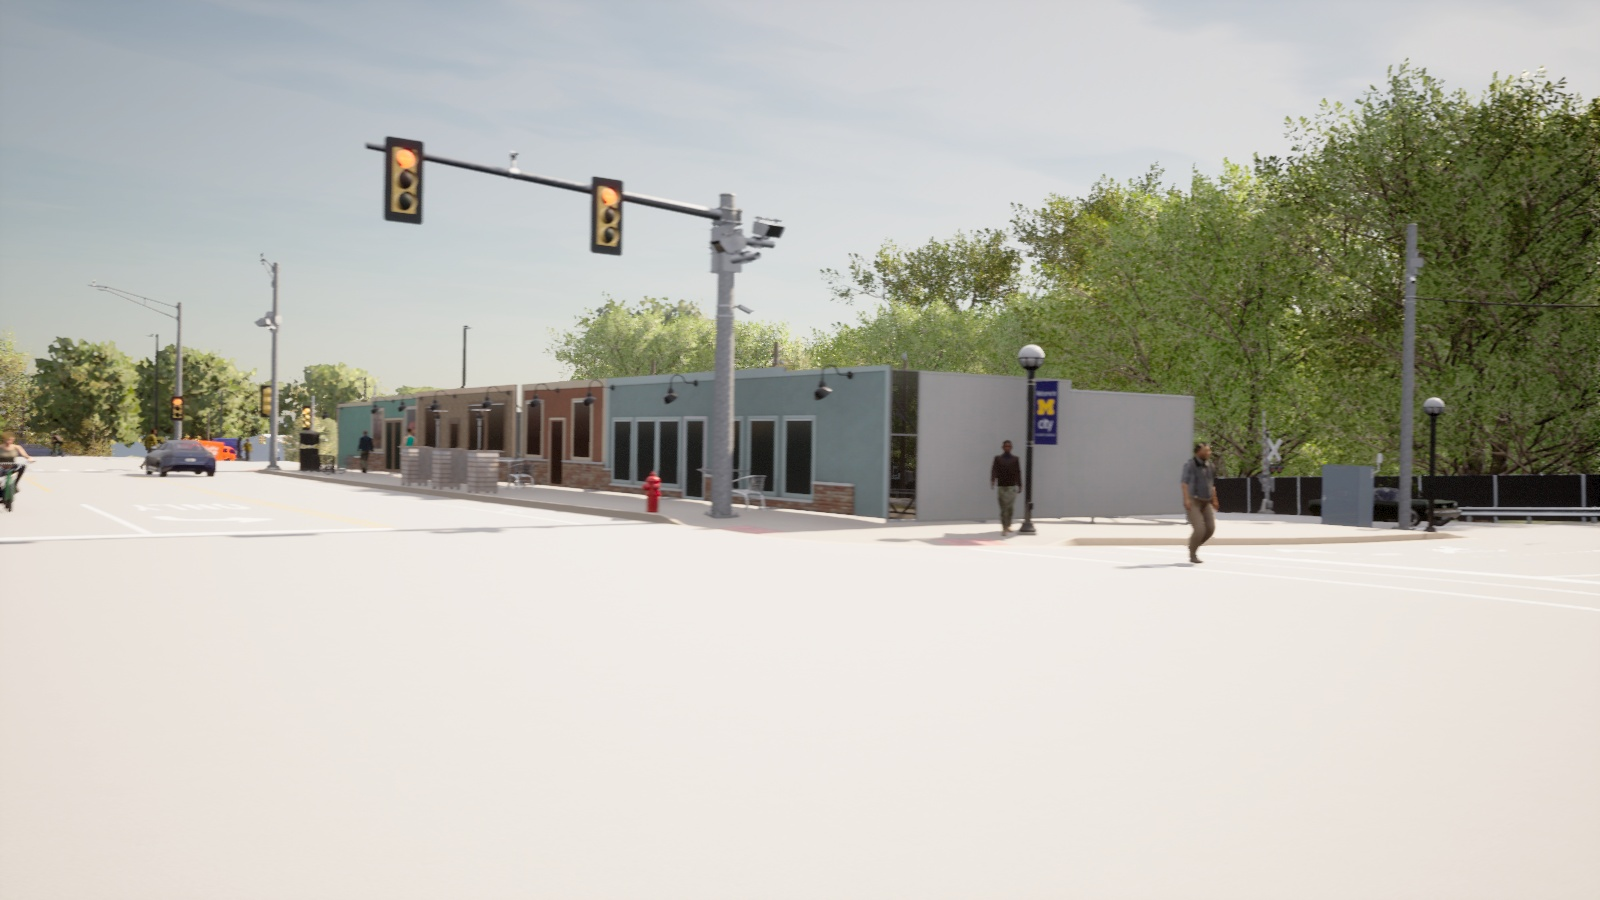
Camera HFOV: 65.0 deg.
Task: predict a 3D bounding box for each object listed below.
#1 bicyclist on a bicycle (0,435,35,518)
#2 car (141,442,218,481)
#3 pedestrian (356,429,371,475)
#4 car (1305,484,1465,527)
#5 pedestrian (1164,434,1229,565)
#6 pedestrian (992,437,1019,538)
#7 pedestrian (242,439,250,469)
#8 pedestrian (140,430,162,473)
[{"bbox_3d":[-15.855,0.501,25.067,0.866,1.612,1.509,0,0,-36],"label":"bicyclist on a bicycle"},{"bbox_3d":[-23.958,0.412,48.416,1.994,1.385,4.181,0,1,-36],"label":"car"},{"bbox_3d":[-17.656,0.095,50.811,0.402,1.842,0.726,1,1,-33],"label":"pedestrian"},{"bbox_3d":[19.992,1.865,43.131,1.895,1.301,4.718,0,-1,-31],"label":"car"},{"bbox_3d":[5.721,0.701,18.136,0.540,1.848,0.694,1,1,-21],"label":"pedestrian"},{"bbox_3d":[3.831,0.689,23.449,0.431,1.840,0.703,1,1,7],"label":"pedestrian"},{"bbox_3d":[-34.798,0.258,78.924,0.370,1.835,0.726,1,1,-19],"label":"pedestrian"},{"bbox_3d":[-27.789,0.055,53.780,0.431,1.840,0.709,2,1,42],"label":"pedestrian"}]
